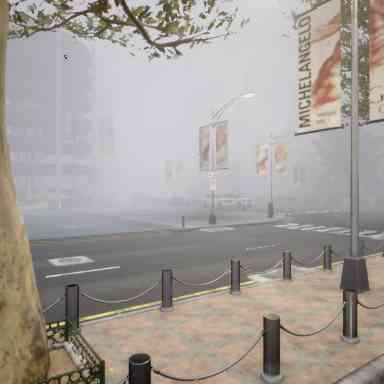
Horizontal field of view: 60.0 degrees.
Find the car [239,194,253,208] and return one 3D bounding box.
[{"bbox_3d":[6.425,1.221,48.576,2.150,2.045,5.566,0,0,-35],"label":"car"}]

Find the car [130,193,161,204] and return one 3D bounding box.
[{"bbox_3d":[-9.088,1.221,62.283,5.566,2.045,2.150,0,0,40],"label":"car"}]

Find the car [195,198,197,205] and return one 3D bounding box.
[{"bbox_3d":[0.715,1.601,56.502,1.895,1.301,4.718,0,0,-37],"label":"car"}]

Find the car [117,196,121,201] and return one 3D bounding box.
[{"bbox_3d":[-19.513,1.418,79.668,5.008,1.535,1.882,0,0,12],"label":"car"}]

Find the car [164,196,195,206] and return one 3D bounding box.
[{"bbox_3d":[-2.147,1.505,54.463,1.837,1.490,4.892,0,0,-37],"label":"car"}]

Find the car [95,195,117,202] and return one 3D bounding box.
[{"bbox_3d":[-20.478,1.450,76.304,4.892,1.490,1.837,0,0,12],"label":"car"}]

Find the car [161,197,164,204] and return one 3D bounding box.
[{"bbox_3d":[-5.765,1.601,63.974,4.718,1.301,1.895,0,0,43],"label":"car"}]

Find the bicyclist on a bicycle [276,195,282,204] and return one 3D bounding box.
[{"bbox_3d":[15.736,1.301,60.476,1.656,1.620,0.582,0,0,-36],"label":"bicyclist on a bicycle"}]

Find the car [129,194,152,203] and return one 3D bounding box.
[{"bbox_3d":[-11.237,1.355,72.586,4.553,1.767,2.097,0,0,26],"label":"car"}]

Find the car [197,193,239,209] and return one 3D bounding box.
[{"bbox_3d":[3.569,1.221,46.552,2.150,2.045,5.566,0,0,-35],"label":"car"}]
